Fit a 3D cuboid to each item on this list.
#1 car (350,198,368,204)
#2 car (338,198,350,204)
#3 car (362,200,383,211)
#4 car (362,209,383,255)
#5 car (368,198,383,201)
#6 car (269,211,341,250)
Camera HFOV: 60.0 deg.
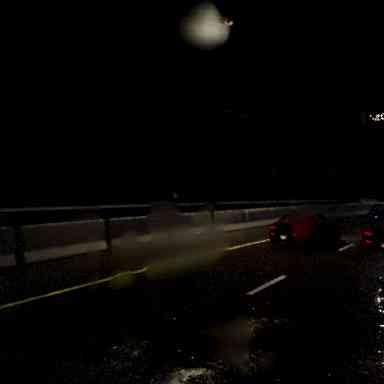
[{"bbox_3d":[31.704,1.753,60.904,4.674,1.442,1.812,0,0,-32],"label":"car"},{"bbox_3d":[30.019,1.785,63.977,4.181,1.385,1.994,0,0,-32],"label":"car"},{"bbox_3d":[14.951,1.624,25.380,4.674,1.442,1.812,0,0,-44],"label":"car"},{"bbox_3d":[7.825,1.575,12.577,1.812,1.442,4.674,0,0,41],"label":"car"},{"bbox_3d":[33.515,1.725,57.900,4.902,1.511,2.128,0,0,-32],"label":"car"},{"bbox_3d":[5.091,1.574,14.763,1.812,1.442,4.674,0,0,41],"label":"car"}]
